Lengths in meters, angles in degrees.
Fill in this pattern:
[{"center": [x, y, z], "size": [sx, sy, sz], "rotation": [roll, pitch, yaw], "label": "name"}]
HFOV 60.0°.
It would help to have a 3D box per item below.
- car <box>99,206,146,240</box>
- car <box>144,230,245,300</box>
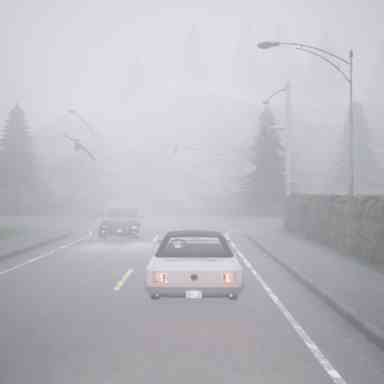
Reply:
[{"center": [-3.538, 1.506, 17.261], "size": [1.837, 1.490, 4.892], "rotation": [3, 0, -8], "label": "car"}, {"center": [0.058, 1.601, 8.353], "size": [1.895, 1.301, 4.718], "rotation": [0, 0, 0], "label": "car"}]
